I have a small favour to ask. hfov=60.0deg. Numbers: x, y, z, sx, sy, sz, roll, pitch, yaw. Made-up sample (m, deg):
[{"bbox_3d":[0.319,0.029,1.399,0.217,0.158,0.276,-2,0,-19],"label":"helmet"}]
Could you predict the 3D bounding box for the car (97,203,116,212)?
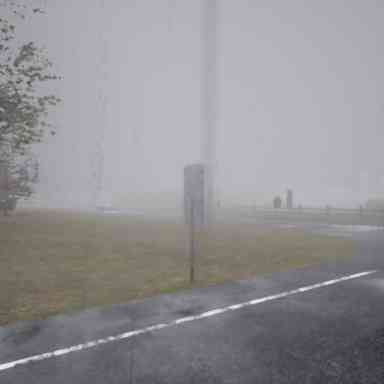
[{"bbox_3d":[-14.652,2.600,56.602,1.812,1.442,4.674,1,-2,-36],"label":"car"}]
